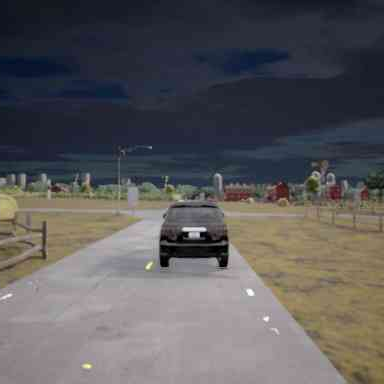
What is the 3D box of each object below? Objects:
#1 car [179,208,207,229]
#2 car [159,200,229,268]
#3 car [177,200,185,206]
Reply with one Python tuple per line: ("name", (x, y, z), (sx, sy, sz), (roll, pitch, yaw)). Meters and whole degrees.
("car", (0.026, 1.932, 25.061), (1.895, 1.301, 4.718), (0, -1, 0))
("car", (0.069, 1.373, 12.081), (2.150, 2.045, 5.566), (0, -1, 0))
("car", (-2.712, 2.681, 81.370), (1.812, 1.442, 4.674), (0, -1, 0))
